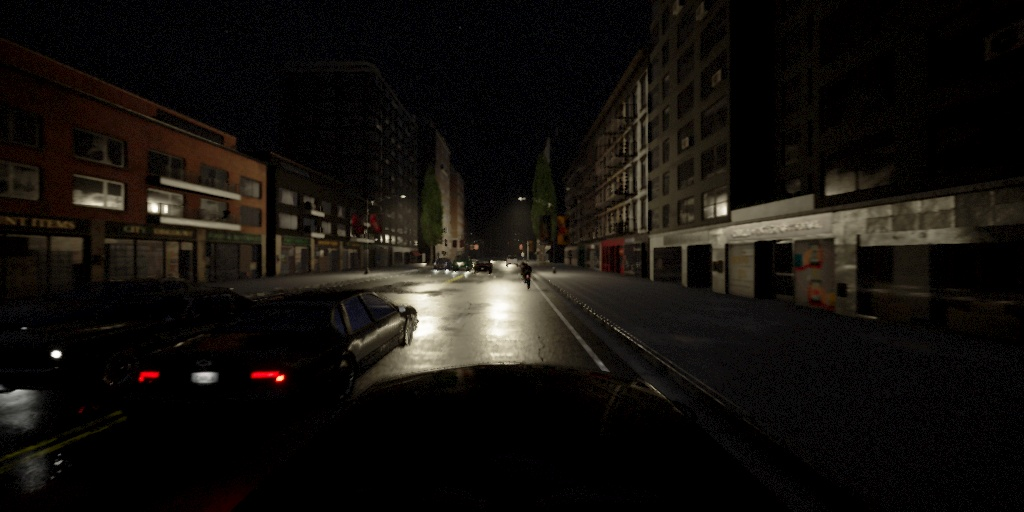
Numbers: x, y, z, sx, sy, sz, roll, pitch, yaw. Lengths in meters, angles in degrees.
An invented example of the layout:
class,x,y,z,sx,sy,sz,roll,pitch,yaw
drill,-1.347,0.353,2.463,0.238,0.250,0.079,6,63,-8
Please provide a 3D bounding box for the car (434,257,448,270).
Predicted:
class,x,y,z,sx,sy,sz,roll,pitch,yaw
car,-9.807,1.048,51.402,2.097,1.767,4.553,0,0,0

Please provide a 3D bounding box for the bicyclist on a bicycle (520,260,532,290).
class,x,y,z,sx,sy,sz,roll,pitch,yaw
bicyclist on a bicycle,0.895,1.186,20.443,0.582,1.620,1.656,0,0,0

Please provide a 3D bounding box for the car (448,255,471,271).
class,x,y,z,sx,sy,sz,roll,pitch,yaw
car,-6.576,0.922,47.724,2.150,2.045,5.566,0,0,0

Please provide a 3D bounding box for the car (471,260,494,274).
class,x,y,z,sx,sy,sz,roll,pitch,yaw
car,-3.148,1.187,40.725,1.882,1.535,5.008,0,0,0

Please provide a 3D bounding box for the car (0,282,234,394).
class,x,y,z,sx,sy,sz,roll,pitch,yaw
car,-6.600,1.347,6.765,1.895,1.301,4.718,0,0,0

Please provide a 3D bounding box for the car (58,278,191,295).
class,x,y,z,sx,sy,sz,roll,pitch,yaw
car,-9.852,1.291,9.242,2.033,1.411,5.357,0,0,0

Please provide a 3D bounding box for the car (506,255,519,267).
class,x,y,z,sx,sy,sz,roll,pitch,yaw
car,0.040,0.901,63.676,2.150,2.045,5.566,0,0,0

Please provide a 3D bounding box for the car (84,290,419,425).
class,x,y,z,sx,sy,sz,roll,pitch,yaw
car,-3.150,1.294,6.187,2.033,1.411,5.357,0,0,0
